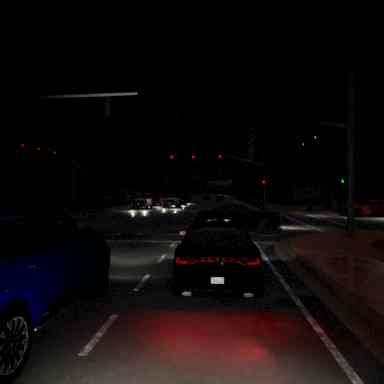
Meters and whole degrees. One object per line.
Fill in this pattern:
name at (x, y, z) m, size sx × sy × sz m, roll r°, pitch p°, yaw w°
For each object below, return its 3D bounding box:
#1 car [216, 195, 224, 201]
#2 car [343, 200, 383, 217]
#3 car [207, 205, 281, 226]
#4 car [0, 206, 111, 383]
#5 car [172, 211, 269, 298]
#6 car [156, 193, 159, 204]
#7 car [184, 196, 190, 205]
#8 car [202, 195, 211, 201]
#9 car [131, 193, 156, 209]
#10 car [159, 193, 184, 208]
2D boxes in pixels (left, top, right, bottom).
car at (7.156, 1.552, 84.781) m, size 1.994 × 1.385 × 4.181 m, roll 0°, pitch 0°, yaw 5°
car at (16.746, 1.478, 30.951) m, size 5.008 × 1.535 × 1.882 m, roll 0°, pitch 0°, yaw 5°
car at (2.844, 1.548, 21.333) m, size 5.357 × 1.411 × 2.033 m, roll 0°, pitch 0°, yaw 5°
car at (-3.075, 1.221, 5.481) m, size 2.150 × 2.045 × 5.566 m, roll 0°, pitch 0°, yaw 3°
car at (0.646, 1.478, 8.590) m, size 1.882 × 1.535 × 5.008 m, roll 0°, pitch 0°, yaw 4°
car at (-5.848, 1.221, 55.623) m, size 2.150 × 2.045 × 5.566 m, roll 0°, pitch 0°, yaw 5°
car at (-2.084, 1.352, 58.580) m, size 2.097 × 1.767 × 4.553 m, roll 0°, pitch 0°, yaw 5°
car at (3.639, 1.524, 84.720) m, size 1.812 × 1.442 × 4.674 m, roll 0°, pitch 0°, yaw 5°
car at (-6.724, 1.221, 45.313) m, size 2.150 × 2.045 × 5.566 m, roll 0°, pitch 0°, yaw 3°
car at (-2.894, 1.221, 48.923) m, size 2.150 × 2.045 × 5.566 m, roll 0°, pitch 0°, yaw 5°
